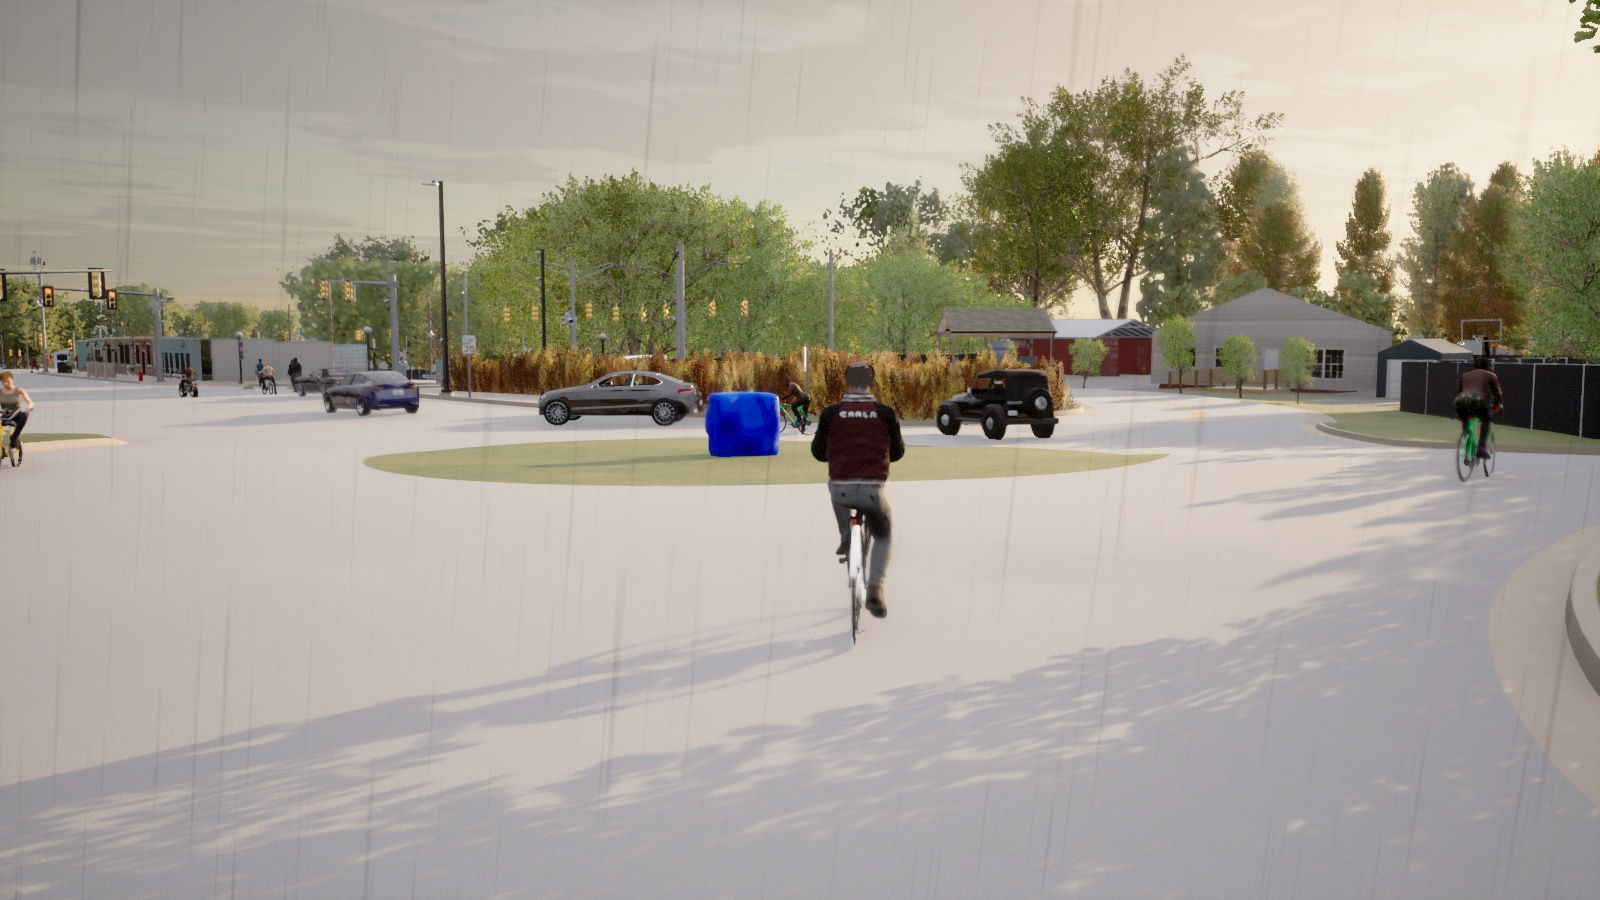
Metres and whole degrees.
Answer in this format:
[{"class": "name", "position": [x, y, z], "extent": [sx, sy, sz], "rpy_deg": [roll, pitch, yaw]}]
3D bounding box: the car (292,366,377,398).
[{"class": "car", "position": [-20.610, -3.029, 55.458], "extent": [1.895, 1.301, 4.718], "rpy_deg": [-5, 7, -41]}]

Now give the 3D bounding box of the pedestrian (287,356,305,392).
[{"class": "pedestrian", "position": [-26.253, -3.976, 65.418], "extent": [0.370, 1.835, 0.726], "rpy_deg": [4, 7, 34]}]

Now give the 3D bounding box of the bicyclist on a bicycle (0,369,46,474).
[{"class": "bicyclist on a bicycle", "position": [-12.874, -0.487, 20.274], "extent": [0.866, 1.612, 1.509], "rpy_deg": [0, 4, -18]}]

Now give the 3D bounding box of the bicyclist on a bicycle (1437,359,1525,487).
[{"class": "bicyclist on a bicycle", "position": [9.049, -0.386, 16.663], "extent": [0.582, 1.620, 1.656], "rpy_deg": [2, 4, 44]}]

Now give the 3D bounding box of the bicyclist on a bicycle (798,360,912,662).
[{"class": "bicyclist on a bicycle", "position": [0.401, 0.299, 8.331], "extent": [0.659, 1.776, 1.843], "rpy_deg": [1, 4, 5]}]

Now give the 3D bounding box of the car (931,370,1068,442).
[{"class": "car", "position": [5.486, -1.295, 35.000], "extent": [1.905, 1.878, 3.866], "rpy_deg": [-2, 4, -25]}]

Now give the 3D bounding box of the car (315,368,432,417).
[{"class": "car", "position": [-14.844, -2.028, 43.539], "extent": [2.163, 1.488, 4.792], "rpy_deg": [-6, 7, -40]}]

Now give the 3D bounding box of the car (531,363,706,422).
[{"class": "car", "position": [-5.541, -1.801, 38.856], "extent": [5.027, 1.651, 2.152], "rpy_deg": [1, 6, 3]}]

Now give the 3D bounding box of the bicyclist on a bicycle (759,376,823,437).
[{"class": "bicyclist on a bicycle", "position": [-0.236, -1.214, 34.860], "extent": [1.656, 1.620, 0.582], "rpy_deg": [2, 4, 11]}]

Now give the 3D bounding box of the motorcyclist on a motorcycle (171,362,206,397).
[{"class": "motorcyclist on a motorcycle", "position": [-28.899, -3.329, 59.314], "extent": [0.766, 1.649, 2.350], "rpy_deg": [-5, 5, -42]}]

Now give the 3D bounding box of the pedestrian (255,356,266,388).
[{"class": "pedestrian", "position": [-33.555, -4.851, 78.109], "extent": [0.396, 1.930, 0.692], "rpy_deg": [-4, 7, -34]}]
